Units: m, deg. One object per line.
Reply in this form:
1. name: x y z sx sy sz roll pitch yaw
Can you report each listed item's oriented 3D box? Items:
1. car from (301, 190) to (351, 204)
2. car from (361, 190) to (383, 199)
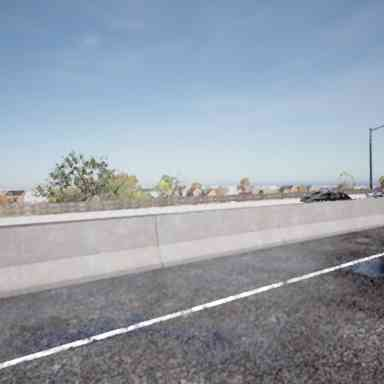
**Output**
1. car: 12.344 0.686 29.944 4.892 1.490 1.837 -2 1 -35
2. car: 16.264 0.605 28.414 4.902 1.511 2.128 -2 1 -35
